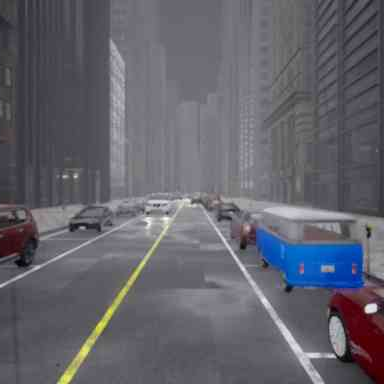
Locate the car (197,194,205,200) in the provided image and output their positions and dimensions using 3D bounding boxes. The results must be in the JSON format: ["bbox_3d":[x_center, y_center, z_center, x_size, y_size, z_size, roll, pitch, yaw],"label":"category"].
[{"bbox_3d":[2.538,1.248,92.717,1.967,1.590,4.097,0,0,0],"label":"car"}]

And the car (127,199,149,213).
[{"bbox_3d":[-5.851,1.492,36.593,1.802,1.307,4.206,0,0,0],"label":"car"}]

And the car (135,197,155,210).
[{"bbox_3d":[-5.864,1.425,42.032,1.752,1.417,4.829,0,0,0],"label":"car"}]

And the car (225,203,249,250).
[{"bbox_3d":[2.729,1.403,14.190,1.967,1.590,4.097,0,0,0],"label":"car"}]

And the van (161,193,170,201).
[{"bbox_3d":[-5.946,1.177,75.858,1.690,1.788,3.998,0,0,0],"label":"van"}]

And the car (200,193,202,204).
[{"bbox_3d":[2.647,1.204,47.844,2.192,1.841,5.009,0,0,0],"label":"car"}]

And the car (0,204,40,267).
[{"bbox_3d":[-5.782,1.291,8.545,2.192,1.841,5.009,0,0,0],"label":"car"}]

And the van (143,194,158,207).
[{"bbox_3d":[-5.878,1.229,47.811,1.690,1.788,3.998,0,0,0],"label":"van"}]

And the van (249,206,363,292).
[{"bbox_3d":[2.743,1.318,8.581,1.690,1.788,3.998,0,0,0],"label":"van"}]

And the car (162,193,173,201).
[{"bbox_3d":[-5.960,1.141,81.468,2.192,1.841,5.009,0,0,0],"label":"car"}]

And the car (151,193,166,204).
[{"bbox_3d":[-5.905,1.182,59.030,2.192,1.841,5.009,0,0,0],"label":"car"}]

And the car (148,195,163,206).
[{"bbox_3d":[-5.892,1.317,53.421,1.967,1.590,4.097,0,0,0],"label":"car"}]

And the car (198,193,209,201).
[{"bbox_3d":[2.579,1.152,75.890,2.192,1.841,5.009,0,0,0],"label":"car"}]

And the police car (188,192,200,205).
[{"bbox_3d":[0.768,1.303,54.120,1.930,1.638,5.238,0,0,0],"label":"police car"}]

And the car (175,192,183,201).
[{"bbox_3d":[-3.179,1.010,73.689,2.150,2.045,5.566,0,0,0],"label":"car"}]

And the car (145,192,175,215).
[{"bbox_3d":[-3.175,1.141,32.493,2.150,2.045,5.566,0,0,0],"label":"car"}]

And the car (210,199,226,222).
[{"bbox_3d":[2.702,1.502,25.408,1.947,1.339,4.313,0,0,0],"label":"car"}]

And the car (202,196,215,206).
[{"bbox_3d":[2.633,1.404,53.624,1.752,1.417,4.829,0,0,0],"label":"car"}]

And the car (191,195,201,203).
[{"bbox_3d":[0.745,1.384,64.011,1.812,1.442,4.674,0,0,0],"label":"car"}]

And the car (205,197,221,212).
[{"bbox_3d":[2.674,1.494,36.626,1.802,1.307,4.206,0,0,0],"label":"car"}]

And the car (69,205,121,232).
[{"bbox_3d":[-5.810,1.514,19.765,1.947,1.339,4.313,0,0,0],"label":"car"}]

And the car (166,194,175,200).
[{"bbox_3d":[-5.988,1.357,92.687,2.008,1.369,4.403,0,0,0],"label":"car"}]

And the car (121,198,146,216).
[{"bbox_3d":[-5.837,1.473,30.983,2.008,1.369,4.403,0,0,0],"label":"car"}]

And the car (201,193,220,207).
[{"bbox_3d":[2.661,1.215,42.235,2.192,1.841,5.009,0,0,0],"label":"car"}]

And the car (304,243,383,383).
[{"bbox_3d":[2.757,1.537,2.972,1.887,1.381,4.507,0,0,0],"label":"car"}]

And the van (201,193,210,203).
[{"bbox_3d":[2.606,1.198,64.671,1.690,1.788,3.998,0,0,0],"label":"van"}]
